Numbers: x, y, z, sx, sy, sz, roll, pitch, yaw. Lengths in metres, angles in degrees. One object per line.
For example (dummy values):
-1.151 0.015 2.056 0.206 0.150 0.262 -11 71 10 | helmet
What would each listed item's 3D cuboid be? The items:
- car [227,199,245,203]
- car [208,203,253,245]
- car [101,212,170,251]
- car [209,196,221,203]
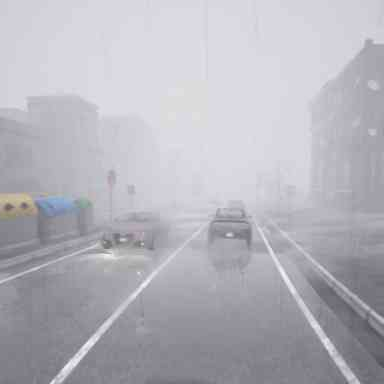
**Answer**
5.136 1.510 38.958 2.128 1.511 4.902 1 0 8 | car
1.828 1.499 15.696 2.128 1.511 4.902 1 0 8 | car
-2.194 1.533 13.936 1.994 1.385 4.181 1 0 8 | car
3.923 1.467 56.134 1.882 1.535 5.008 1 0 9 | car
